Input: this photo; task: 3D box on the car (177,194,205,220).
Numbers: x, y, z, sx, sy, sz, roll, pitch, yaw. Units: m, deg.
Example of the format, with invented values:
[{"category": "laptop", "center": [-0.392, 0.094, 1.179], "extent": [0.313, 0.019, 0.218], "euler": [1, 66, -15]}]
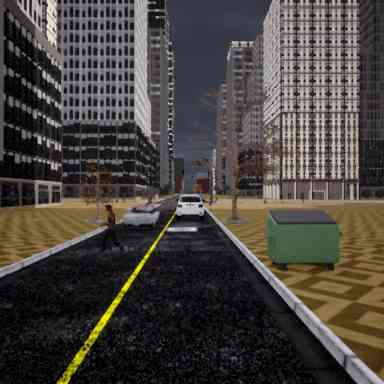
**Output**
[{"category": "car", "center": [-0.125, 1.222, 28.044], "extent": [2.150, 2.045, 5.566], "euler": [0, 0, 0]}]

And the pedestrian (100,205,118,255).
[{"category": "pedestrian", "center": [-2.912, 1.293, 11.717], "extent": [0.375, 1.860, 0.375], "euler": [0, 0, -1]}]

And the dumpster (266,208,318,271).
[{"category": "dumpster", "center": [3.062, 1.395, 10.406], "extent": [1.020, 1.700, 1.940], "euler": [0, 0, 0]}]

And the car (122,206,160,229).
[{"category": "car", "center": [-3.250, 1.600, 21.797], "extent": [1.895, 1.301, 4.718], "euler": [0, 0, 0]}]

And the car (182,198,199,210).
[{"category": "car", "center": [-0.213, 1.544, 43.234], "extent": [2.033, 1.411, 5.357], "euler": [0, 0, 0]}]

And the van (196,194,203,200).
[{"category": "van", "center": [2.047, 1.323, 90.926], "extent": [1.690, 1.788, 3.998], "euler": [0, 0, 0]}]
